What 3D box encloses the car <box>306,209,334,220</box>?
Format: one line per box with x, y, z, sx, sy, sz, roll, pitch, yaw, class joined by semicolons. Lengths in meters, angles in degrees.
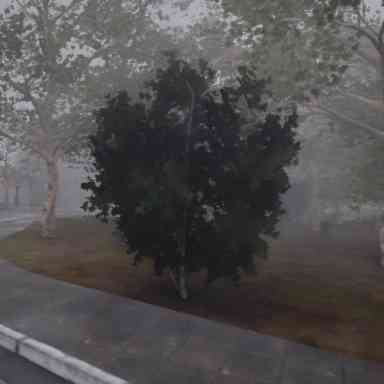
21.672;3.964;56.477;5.357;1.411;2.033;3;-1;-38;car

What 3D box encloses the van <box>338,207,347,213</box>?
35.301;4.546;81.726;4.442;1.987;1.878;3;-1;-38;van

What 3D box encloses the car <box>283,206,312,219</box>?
18.412;3.529;57.918;5.566;2.045;2.150;3;-1;-38;car

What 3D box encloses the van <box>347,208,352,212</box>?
39.659;4.756;85.151;4.442;1.987;1.878;3;-1;-38;van

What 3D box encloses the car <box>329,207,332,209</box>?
31.015;4.312;78.354;5.566;2.045;2.435;3;-1;-38;car
